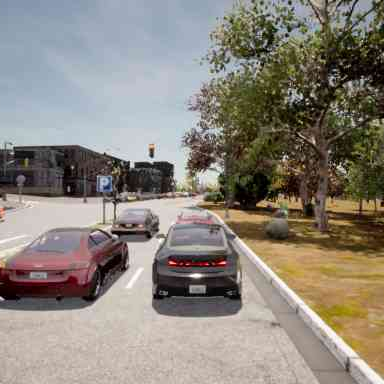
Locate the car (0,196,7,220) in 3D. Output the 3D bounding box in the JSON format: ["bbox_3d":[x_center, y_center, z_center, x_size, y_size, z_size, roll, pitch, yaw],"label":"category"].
[{"bbox_3d":[-16.639,1.403,24.959,4.553,1.767,2.185,-1,0,-19],"label":"car"}]

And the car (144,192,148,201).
[{"bbox_3d":[-13.049,1.321,74.722,4.892,1.521,2.231,-1,0,-14],"label":"car"}]

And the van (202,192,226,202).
[{"bbox_3d":[4.252,1.043,65.370,4.442,1.987,1.878,1,0,-14],"label":"van"}]

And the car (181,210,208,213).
[{"bbox_3d":[0.150,1.625,17.716,1.895,1.301,4.718,0,0,0],"label":"car"}]

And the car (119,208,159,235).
[{"bbox_3d":[-2.853,1.572,17.619,2.033,1.411,5.357,0,0,1],"label":"car"}]

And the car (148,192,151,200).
[{"bbox_3d":[-12.677,1.359,77.718,4.674,1.452,2.002,-1,0,-13],"label":"car"}]

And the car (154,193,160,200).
[{"bbox_3d":[-11.494,1.357,86.702,4.674,1.452,2.002,-1,0,-12],"label":"car"}]

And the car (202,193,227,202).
[{"bbox_3d":[4.634,1.141,68.340,4.553,1.767,2.185,1,0,-14],"label":"car"}]

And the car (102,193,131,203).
[{"bbox_3d":[-14.475,1.358,62.766,4.792,1.488,2.163,-1,0,-15],"label":"car"}]

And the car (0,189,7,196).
[{"bbox_3d":[-31.191,0.137,53.626,2.002,1.452,4.674,6,-3,-19],"label":"car"}]

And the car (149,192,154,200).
[{"bbox_3d":[-12.307,1.359,80.719,4.674,1.452,2.002,-1,0,-13],"label":"car"}]

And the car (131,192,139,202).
[{"bbox_3d":[-13.831,1.315,65.759,5.366,1.575,1.946,-1,0,-15],"label":"car"}]

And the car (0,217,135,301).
[{"bbox_3d":[-2.905,1.574,8.400,1.994,1.385,4.181,0,0,1],"label":"car"}]

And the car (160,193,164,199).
[{"bbox_3d":[-11.046,1.065,89.708,5.566,2.045,2.435,-1,0,-12],"label":"car"}]

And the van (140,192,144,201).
[{"bbox_3d":[-13.275,1.093,71.751,4.442,1.987,1.878,-1,0,-14],"label":"van"}]

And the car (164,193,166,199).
[{"bbox_3d":[-10.625,1.316,92.687,5.008,1.535,2.097,-1,0,-12],"label":"car"}]

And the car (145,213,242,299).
[{"bbox_3d":[0.104,1.515,8.447,1.837,1.490,4.892,0,0,0],"label":"car"}]
